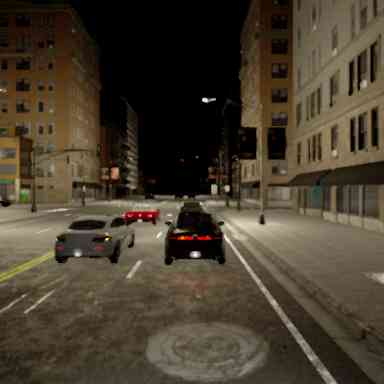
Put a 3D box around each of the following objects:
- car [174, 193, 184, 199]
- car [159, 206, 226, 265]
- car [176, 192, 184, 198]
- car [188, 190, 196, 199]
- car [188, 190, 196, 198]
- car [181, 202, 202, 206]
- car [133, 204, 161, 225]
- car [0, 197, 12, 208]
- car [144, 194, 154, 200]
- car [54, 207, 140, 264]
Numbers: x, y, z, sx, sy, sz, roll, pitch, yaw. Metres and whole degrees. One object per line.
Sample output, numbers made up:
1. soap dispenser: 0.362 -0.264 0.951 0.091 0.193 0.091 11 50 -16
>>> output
1. car: -3.305 0.991 83.977 1.812 1.442 4.674 0 0 0
2. car: 0.092 1.434 11.473 1.837 1.490 4.892 0 0 0
3. car: -3.312 0.826 93.979 1.994 1.385 4.181 0 0 0
4. car: -0.055 0.968 83.562 1.837 1.490 4.892 0 0 0
5. car: -0.062 0.497 94.009 2.150 2.045 5.566 0 0 0
6. car: -0.013 1.392 21.584 1.812 1.442 4.674 0 0 0
7. car: -3.165 1.462 22.559 1.895 1.301 4.718 0 0 0
8. car: -25.402 1.323 42.568 4.313 1.339 1.947 0 0 0
9. car: -9.800 1.114 76.489 1.895 1.301 4.718 0 0 0
10. car: -3.161 1.456 11.469 1.812 1.442 4.674 0 0 0
